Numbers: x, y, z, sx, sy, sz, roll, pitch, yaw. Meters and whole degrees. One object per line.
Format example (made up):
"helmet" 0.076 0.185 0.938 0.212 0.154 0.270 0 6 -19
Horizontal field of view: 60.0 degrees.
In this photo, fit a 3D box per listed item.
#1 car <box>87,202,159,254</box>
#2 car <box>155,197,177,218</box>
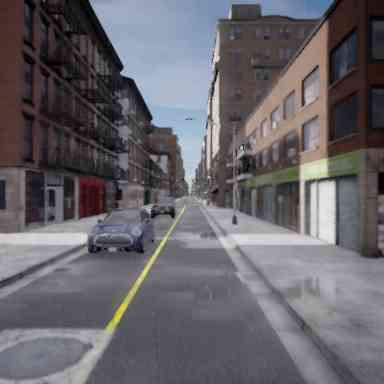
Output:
"car" -2.811 1.474 14.082 2.097 1.767 4.553 0 0 0
"car" -2.734 1.520 33.682 2.150 2.045 5.566 0 -1 0
